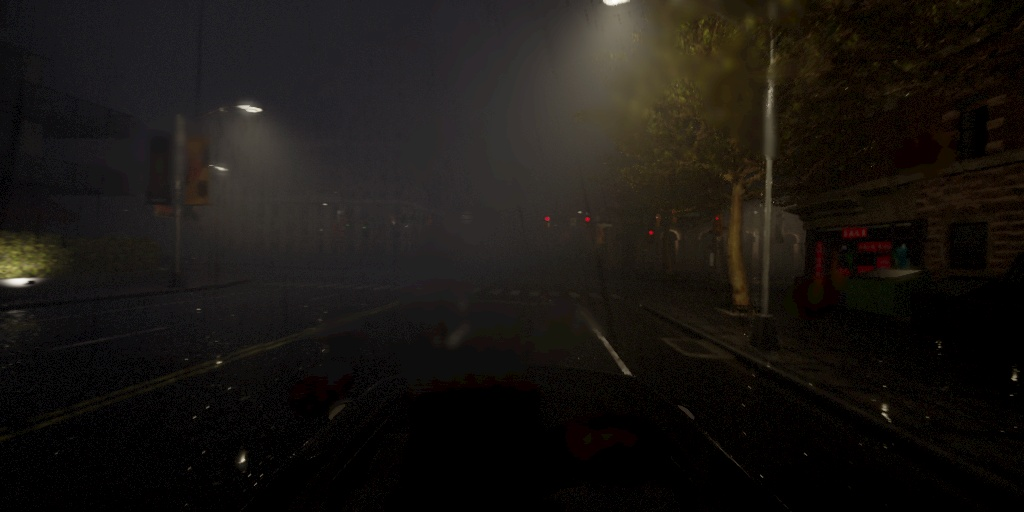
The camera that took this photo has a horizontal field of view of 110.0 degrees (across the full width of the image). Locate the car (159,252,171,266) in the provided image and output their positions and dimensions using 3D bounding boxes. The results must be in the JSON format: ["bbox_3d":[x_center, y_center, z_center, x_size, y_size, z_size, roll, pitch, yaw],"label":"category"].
[{"bbox_3d":[-32.360,0.153,30.267,4.902,1.511,2.128,2,0,5],"label":"car"}]

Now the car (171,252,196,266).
[{"bbox_3d":[-32.693,0.234,33.815,4.718,1.301,1.895,2,0,6],"label":"car"}]
